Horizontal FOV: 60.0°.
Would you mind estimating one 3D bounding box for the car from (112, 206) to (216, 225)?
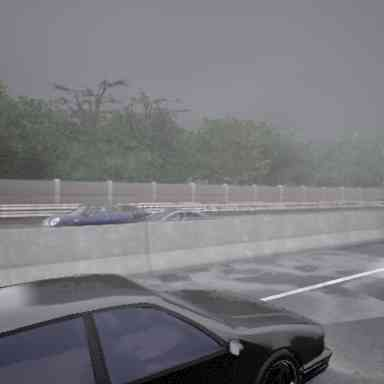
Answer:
[{"bbox_3d":[-0.994,1.569,16.122,4.902,1.511,2.128,1,0,-35],"label":"car"}]

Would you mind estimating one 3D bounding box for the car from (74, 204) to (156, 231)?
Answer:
[{"bbox_3d":[-5.004,1.581,21.860,4.892,1.490,1.837,1,0,-35],"label":"car"}]

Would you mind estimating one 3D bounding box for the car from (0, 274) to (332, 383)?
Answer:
[{"bbox_3d":[-0.994,1.556,3.056,5.357,1.411,2.033,1,0,-35],"label":"car"}]

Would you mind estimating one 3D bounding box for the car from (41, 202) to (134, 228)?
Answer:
[{"bbox_3d":[-5.347,1.402,17.338,4.553,1.767,2.097,1,0,-35],"label":"car"}]
